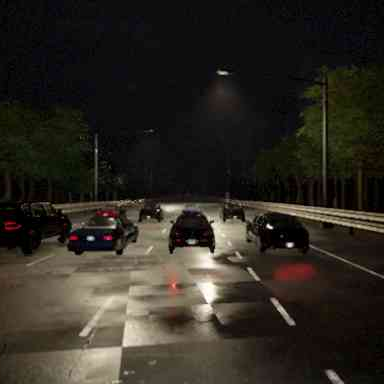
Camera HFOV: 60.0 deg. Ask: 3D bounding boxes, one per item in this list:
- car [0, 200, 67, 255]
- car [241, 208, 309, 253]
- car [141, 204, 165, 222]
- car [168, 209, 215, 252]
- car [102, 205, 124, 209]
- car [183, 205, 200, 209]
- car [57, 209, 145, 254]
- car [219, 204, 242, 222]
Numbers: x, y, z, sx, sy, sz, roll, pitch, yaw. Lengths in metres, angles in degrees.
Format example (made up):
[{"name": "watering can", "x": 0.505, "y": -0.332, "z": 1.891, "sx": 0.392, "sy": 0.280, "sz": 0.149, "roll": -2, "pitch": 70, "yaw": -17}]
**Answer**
[{"name": "car", "x": -7.003, "y": 1.350, "z": 14.033, "sx": 2.150, "sy": 2.045, "sz": 5.566, "roll": 0, "pitch": 0, "yaw": 0}, {"name": "car", "x": 3.501, "y": 1.643, "z": 14.305, "sx": 1.837, "sy": 1.490, "sz": 4.892, "roll": 0, "pitch": 0, "yaw": 0}, {"name": "car", "x": -3.504, "y": 1.789, "z": 29.295, "sx": 1.837, "sy": 1.490, "sz": 4.892, "roll": 0, "pitch": 0, "yaw": 0}, {"name": "car", "x": 0.001, "y": 1.662, "z": 14.381, "sx": 1.812, "sy": 1.442, "sz": 4.674, "roll": 0, "pitch": 0, "yaw": 0}, {"name": "car", "x": -7.003, "y": 1.846, "z": 29.314, "sx": 1.994, "sy": 1.385, "sz": 4.181, "roll": 0, "pitch": 0, "yaw": 0}, {"name": "car", "x": -0.007, "y": 1.825, "z": 28.993, "sx": 2.033, "sy": 1.411, "sz": 5.357, "roll": 0, "pitch": -1, "yaw": 0}, {"name": "car", "x": -3.503, "y": 1.680, "z": 13.993, "sx": 2.033, "sy": 1.411, "sz": 5.357, "roll": 0, "pitch": -1, "yaw": 0}, {"name": "car", "x": 3.496, "y": 1.789, "z": 29.311, "sx": 1.837, "sy": 1.490, "sz": 4.892, "roll": 0, "pitch": 0, "yaw": 0}]
